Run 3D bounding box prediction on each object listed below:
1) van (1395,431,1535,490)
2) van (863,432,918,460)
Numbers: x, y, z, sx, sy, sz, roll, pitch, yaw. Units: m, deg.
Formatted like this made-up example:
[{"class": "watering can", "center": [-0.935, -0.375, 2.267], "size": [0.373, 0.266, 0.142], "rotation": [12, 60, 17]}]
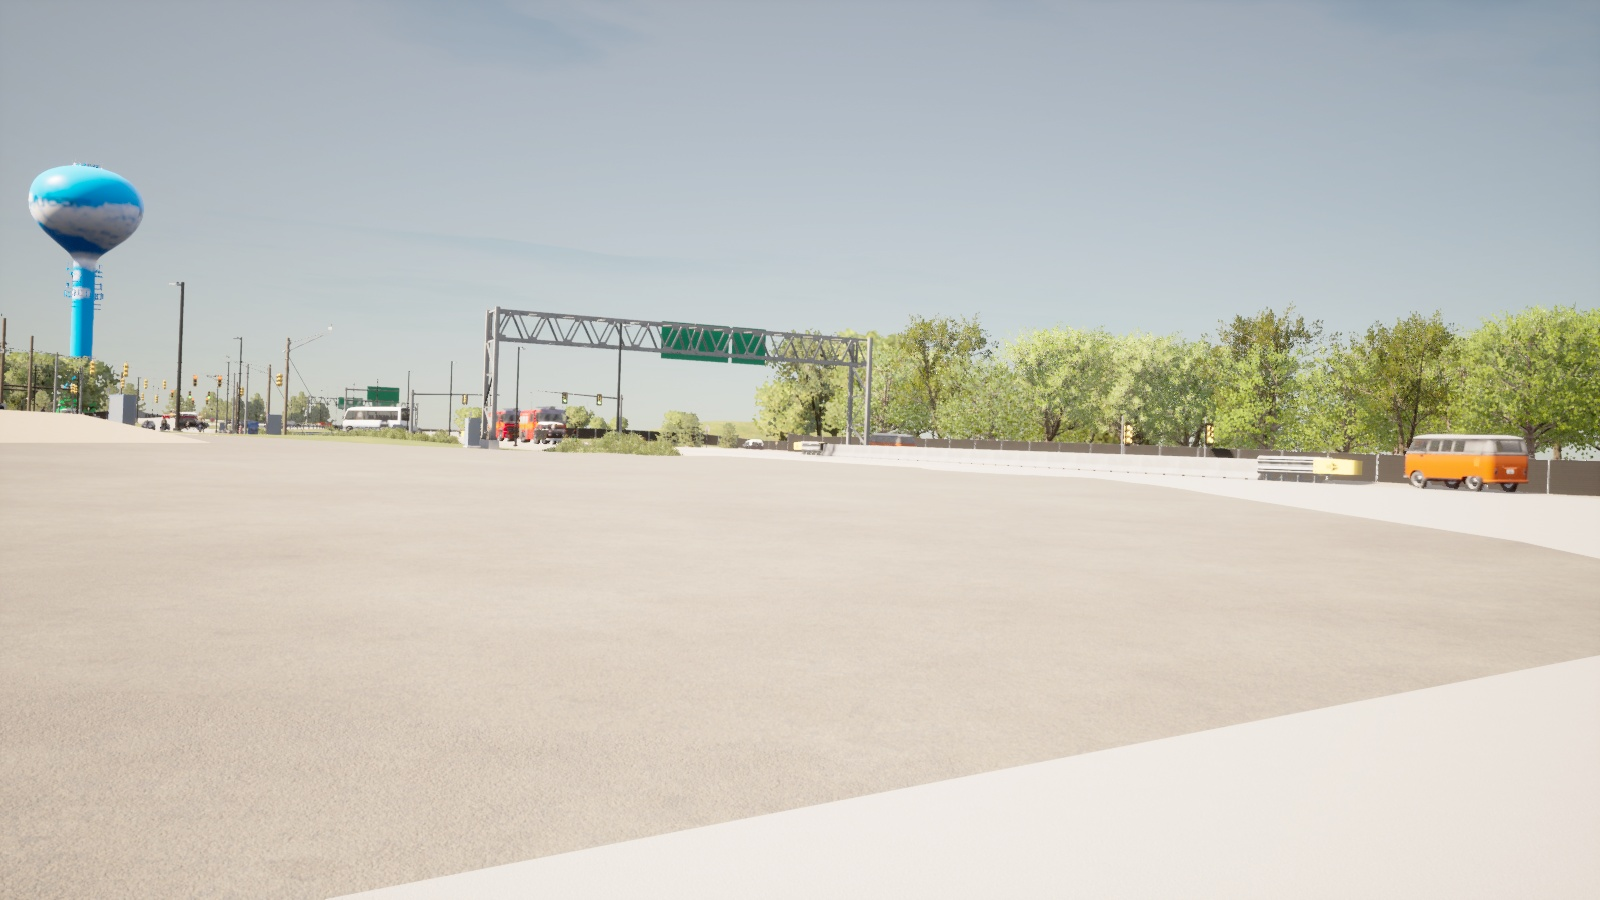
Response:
[{"class": "van", "center": [23.476, 0.342, 44.509], "size": [1.775, 1.987, 4.442], "rotation": [0, 1, -16]}, {"class": "van", "center": [6.982, -0.305, 97.503], "size": [1.775, 1.987, 4.442], "rotation": [2, 1, -35]}]
